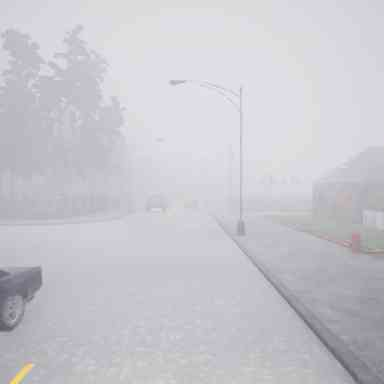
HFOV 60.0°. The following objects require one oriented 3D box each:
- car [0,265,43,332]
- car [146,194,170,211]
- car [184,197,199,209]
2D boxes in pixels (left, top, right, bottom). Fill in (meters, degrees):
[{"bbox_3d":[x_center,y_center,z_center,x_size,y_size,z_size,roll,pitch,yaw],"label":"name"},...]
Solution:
[{"bbox_3d":[-3.855,1.601,4.110,1.895,1.301,4.718,0,0,3],"label":"car"},{"bbox_3d":[-4.253,1.221,40.298,2.150,2.045,5.566,0,0,0],"label":"car"},{"bbox_3d":[-0.073,1.478,46.339,1.882,1.535,5.008,0,0,0],"label":"car"}]
